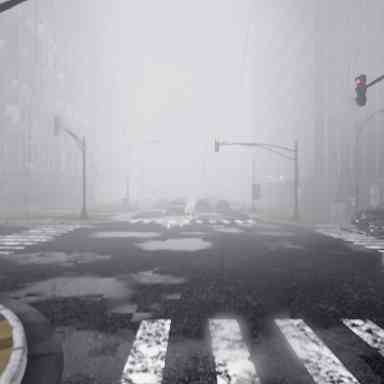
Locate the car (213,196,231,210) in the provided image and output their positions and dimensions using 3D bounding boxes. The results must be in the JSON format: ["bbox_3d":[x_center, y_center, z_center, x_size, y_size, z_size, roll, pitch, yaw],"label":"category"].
[{"bbox_3d":[3.798,1.583,41.858,1.947,1.339,4.313,0,0,0],"label":"car"}]

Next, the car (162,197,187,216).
[{"bbox_3d":[-1.605,1.567,33.663,2.033,1.411,5.357,0,0,0],"label":"car"}]

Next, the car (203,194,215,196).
[{"bbox_3d":[3.586,1.319,63.966,2.192,1.841,5.009,0,0,0],"label":"car"}]

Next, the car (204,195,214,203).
[{"bbox_3d":[3.546,1.438,69.494,1.967,1.590,4.097,0,0,0],"label":"car"}]

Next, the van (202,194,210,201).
[{"bbox_3d":[3.465,1.328,80.549,1.690,1.788,3.998,0,0,0],"label":"van"}]

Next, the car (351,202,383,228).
[{"bbox_3d":[12.919,1.483,20.596,5.566,2.045,2.150,1,0,-3],"label":"car"}]

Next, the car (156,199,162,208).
[{"bbox_3d":[-4.172,1.597,47.326,1.802,1.307,4.206,0,0,0],"label":"car"}]

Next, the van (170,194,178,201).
[{"bbox_3d":[-4.415,1.328,80.491,1.690,1.788,3.998,0,0,0],"label":"van"}]

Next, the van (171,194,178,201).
[{"bbox_3d":[-4.456,1.323,86.018,1.690,1.788,3.998,0,0,0],"label":"van"}]

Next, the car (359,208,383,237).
[{"bbox_3d":[11.616,1.763,17.289,4.674,1.442,1.812,1,0,-3],"label":"car"}]

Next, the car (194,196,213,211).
[{"bbox_3d":[1.283,1.543,41.227,1.812,1.442,4.674,0,0,0],"label":"car"}]

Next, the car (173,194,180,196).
[{"bbox_3d":[-1.757,1.498,56.740,2.128,1.511,4.902,0,0,0],"label":"car"}]

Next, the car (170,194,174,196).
[{"bbox_3d":[-4.294,1.570,63.908,1.947,1.339,4.313,0,0,0],"label":"car"}]
